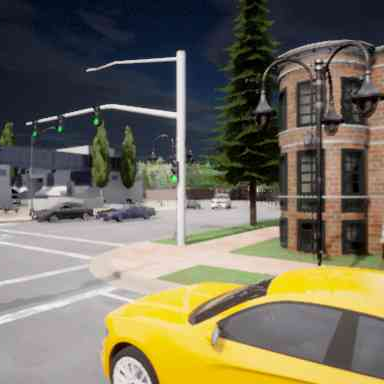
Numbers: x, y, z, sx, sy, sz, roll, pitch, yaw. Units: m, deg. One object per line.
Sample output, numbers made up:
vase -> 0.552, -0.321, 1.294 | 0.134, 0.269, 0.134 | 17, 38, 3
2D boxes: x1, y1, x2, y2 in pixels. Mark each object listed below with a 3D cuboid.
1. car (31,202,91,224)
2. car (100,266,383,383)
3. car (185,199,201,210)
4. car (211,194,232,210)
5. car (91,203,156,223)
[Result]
car -> -10.104, 1.591, 26.201 | 1.837, 1.490, 4.892 | 0, 0, 35
car -> 1.253, 1.480, 3.073 | 5.008, 1.535, 1.882 | 0, 0, 36
car -> -0.192, 1.659, 43.411 | 1.994, 1.385, 4.181 | 0, 0, 18
car -> 4.030, 1.307, 45.076 | 2.150, 2.045, 5.566 | 0, 0, 14
car -> -5.198, 1.622, 27.057 | 2.033, 1.411, 5.357 | 0, 0, 35
